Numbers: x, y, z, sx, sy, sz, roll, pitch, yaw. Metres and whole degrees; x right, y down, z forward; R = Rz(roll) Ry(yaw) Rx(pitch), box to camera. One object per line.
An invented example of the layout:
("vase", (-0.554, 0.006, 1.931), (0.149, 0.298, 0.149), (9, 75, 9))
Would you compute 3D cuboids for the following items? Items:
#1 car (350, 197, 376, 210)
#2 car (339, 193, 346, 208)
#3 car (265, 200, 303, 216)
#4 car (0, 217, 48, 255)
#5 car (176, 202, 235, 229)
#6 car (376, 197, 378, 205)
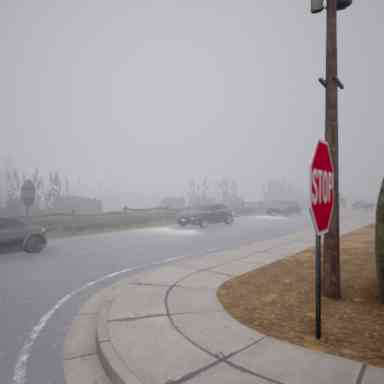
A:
("car", (21.555, 1.488, 42.058), (1.812, 1.442, 4.674), (0, 0, 38))
("car", (18.986, 1.167, 44.618), (2.150, 2.045, 5.566), (0, 0, 38))
("car", (8.944, 1.508, 31.919), (2.033, 1.411, 5.357), (0, 0, 38))
("car", (-7.112, 1.526, 11.153), (1.994, 1.385, 4.181), (0, 0, 34))
("car", (0.981, 1.467, 21.745), (1.837, 1.490, 4.892), (0, 0, 38))
("car", (27.866, 1.488, 50.144), (1.812, 1.442, 4.674), (0, 0, 38))
